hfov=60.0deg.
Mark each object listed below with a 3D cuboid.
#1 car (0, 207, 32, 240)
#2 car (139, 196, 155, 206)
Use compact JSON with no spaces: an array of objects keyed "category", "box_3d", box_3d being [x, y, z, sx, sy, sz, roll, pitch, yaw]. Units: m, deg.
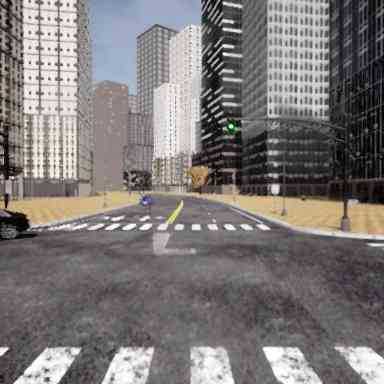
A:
[{"category":"car","box_3d":[-9.721,1.390,14.539,4.902,1.511,2.128,-1,3,-39]},{"category":"car","box_3d":[-6.459,1.283,48.230,1.812,1.442,4.674,0,0,0]}]
